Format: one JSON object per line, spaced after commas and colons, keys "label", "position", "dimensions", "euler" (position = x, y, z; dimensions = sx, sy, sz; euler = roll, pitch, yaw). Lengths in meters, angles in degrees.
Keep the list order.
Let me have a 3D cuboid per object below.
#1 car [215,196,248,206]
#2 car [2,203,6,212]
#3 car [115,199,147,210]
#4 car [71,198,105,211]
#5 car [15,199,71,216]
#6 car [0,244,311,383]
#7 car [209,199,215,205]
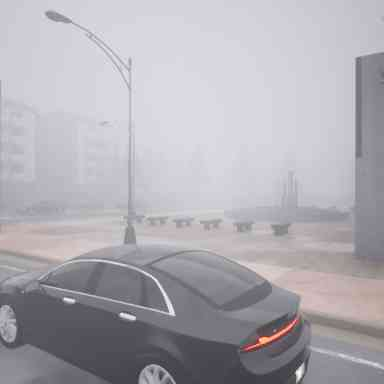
{"label": "car", "position": [6.740, 1.492, 53.451], "dimensions": [4.902, 1.511, 2.128], "euler": [0, 0, -25]}
{"label": "car", "position": [-20.246, 1.491, 31.264], "dimensions": [2.128, 1.511, 4.902], "euler": [0, 0, 35]}
{"label": "car", "position": [-7.760, 1.564, 42.589], "dimensions": [1.994, 1.385, 4.181], "euler": [0, 0, 42]}
{"label": "car", "position": [-13.106, 1.526, 41.556], "dimensions": [1.812, 1.442, 4.674], "euler": [0, 0, 38]}
{"label": "car", "position": [-14.879, 1.505, 32.959], "dimensions": [1.837, 1.490, 4.892], "euler": [0, 0, 34]}
{"label": "car", "position": [-0.922, 1.505, 4.649], "dimensions": [4.892, 1.490, 1.837], "euler": [0, 0, 35]}
{"label": "car", "position": [5.255, 1.506, 56.605], "dimensions": [4.892, 1.490, 1.837], "euler": [0, 0, -25]}
